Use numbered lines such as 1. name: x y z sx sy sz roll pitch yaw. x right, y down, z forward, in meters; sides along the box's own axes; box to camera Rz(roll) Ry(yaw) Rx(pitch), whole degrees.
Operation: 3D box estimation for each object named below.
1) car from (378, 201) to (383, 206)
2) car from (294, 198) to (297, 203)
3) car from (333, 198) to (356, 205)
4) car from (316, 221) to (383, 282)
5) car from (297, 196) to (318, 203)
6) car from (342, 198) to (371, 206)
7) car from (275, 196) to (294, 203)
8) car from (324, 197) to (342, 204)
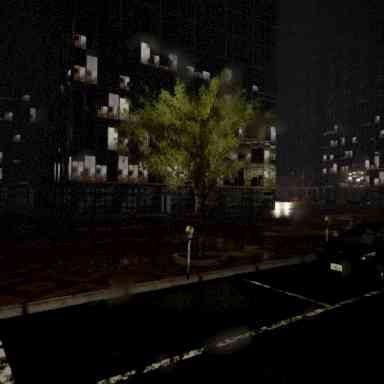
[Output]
1. car: 36.965 1.893 62.172 1.752 1.417 4.829 1 -1 -20
2. car: 27.392 2.127 88.274 1.802 1.307 4.206 1 -1 -20
3. car: 33.171 1.989 72.517 2.008 1.369 4.403 1 -1 -20
4. car: 5.555 1.574 9.817 4.313 1.339 1.947 0 1 -34
5. car: 29.322 1.824 83.024 2.192 1.841 5.009 1 -1 -20
6. car: 29.631 1.766 59.286 2.008 1.369 4.403 1 -1 -20
7. car: 21.931 1.798 80.287 1.967 1.590 4.097 1 -1 -20
8. car: 27.708 1.692 64.537 1.967 1.590 4.097 1 -1 -20
